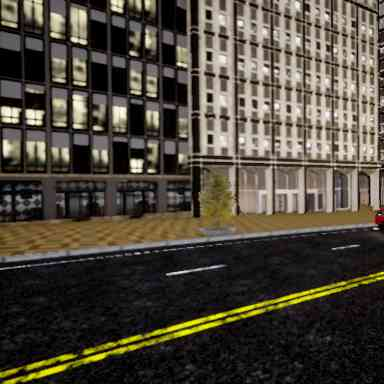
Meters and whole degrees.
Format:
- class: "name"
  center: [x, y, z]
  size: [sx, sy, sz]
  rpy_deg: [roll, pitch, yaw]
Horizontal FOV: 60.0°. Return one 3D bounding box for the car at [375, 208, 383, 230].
- class: "car"
  center: [13.328, 1.229, 19.750]
  size: [5.566, 2.045, 2.150]
  rpy_deg: [0, 0, -30]
